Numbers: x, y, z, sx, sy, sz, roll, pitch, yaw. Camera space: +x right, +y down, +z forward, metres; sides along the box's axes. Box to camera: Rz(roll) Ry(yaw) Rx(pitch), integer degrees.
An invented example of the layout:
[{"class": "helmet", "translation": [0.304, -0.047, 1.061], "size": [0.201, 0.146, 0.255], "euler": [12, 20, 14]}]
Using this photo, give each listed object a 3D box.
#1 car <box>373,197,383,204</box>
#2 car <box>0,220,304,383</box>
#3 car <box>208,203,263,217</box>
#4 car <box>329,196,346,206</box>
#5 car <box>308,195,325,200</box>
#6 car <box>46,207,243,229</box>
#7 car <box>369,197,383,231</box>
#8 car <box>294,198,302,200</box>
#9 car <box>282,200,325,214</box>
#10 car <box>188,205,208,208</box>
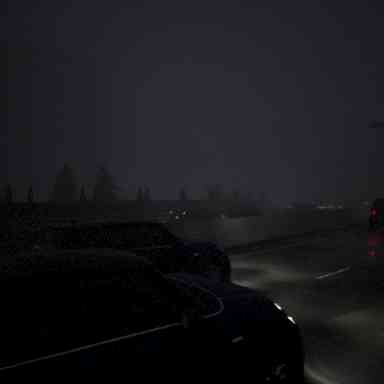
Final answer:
[{"class": "car", "translation": [45.480, 2.012, 79.657], "size": [1.801, 1.575, 5.366], "euler": [0, 0, 4]}, {"class": "car", "translation": [-0.939, 1.364, 3.262], "size": [4.553, 1.767, 2.097], "euler": [0, 0, -37]}, {"class": "car", "translation": [3.880, 1.634, 26.821], "size": [2.128, 1.511, 4.902], "euler": [0, 0, 41]}, {"class": "car", "translation": [27.552, 1.870, 63.649], "size": [1.882, 1.535, 5.008], "euler": [0, 0, 15]}, {"class": "car", "translation": [23.541, 1.613, 62.235], "size": [2.150, 2.045, 5.566], "euler": [0, 0, 16]}, {"class": "car", "translation": [-1.266, 1.382, 7.434], "size": [4.553, 1.767, 2.097], "euler": [0, 0, -38]}, {"class": "car", "translation": [12.791, 1.373, 20.763], "size": [2.150, 2.045, 5.566], "euler": [0, 0, 42]}, {"class": "car", "translation": [20.306, 1.882, 63.688], "size": [1.837, 1.490, 4.892], "euler": [0, 0, 16]}, {"class": "car", "translation": [9.033, 1.657, 27.490], "size": [2.128, 1.511, 4.902], "euler": [0, 0, 39]}, {"class": "car", "translation": [0.303, 1.734, 28.025], "size": [1.895, 1.301, 4.718], "euler": [0, 0, 43]}]
